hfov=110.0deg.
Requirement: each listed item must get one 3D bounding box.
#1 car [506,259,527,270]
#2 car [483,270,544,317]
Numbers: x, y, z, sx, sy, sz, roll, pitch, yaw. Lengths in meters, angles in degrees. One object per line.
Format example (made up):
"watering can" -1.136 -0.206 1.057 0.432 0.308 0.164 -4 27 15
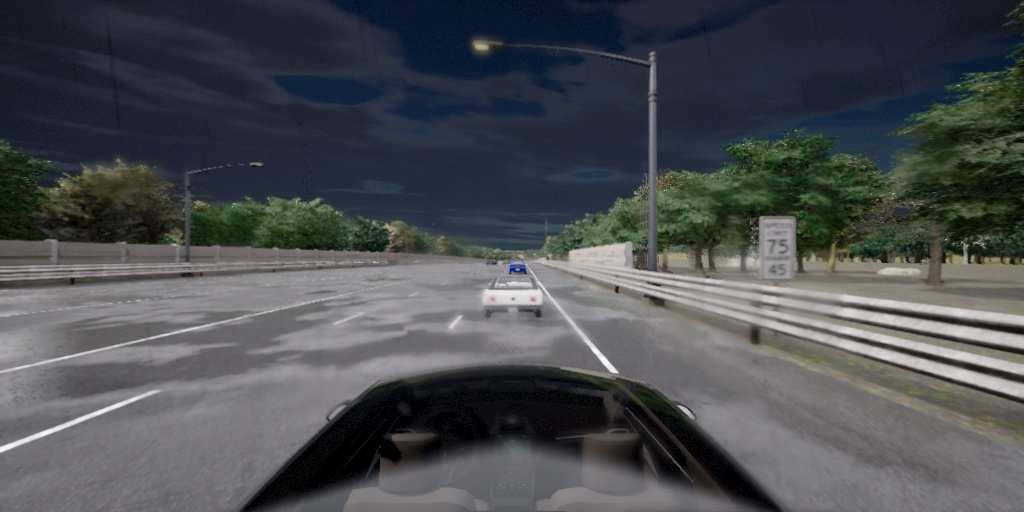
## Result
"car" 0.661 1.310 40.847 1.882 1.535 5.008 0 -1 1
"car" 0.072 1.351 13.098 1.895 1.301 4.718 0 0 1
